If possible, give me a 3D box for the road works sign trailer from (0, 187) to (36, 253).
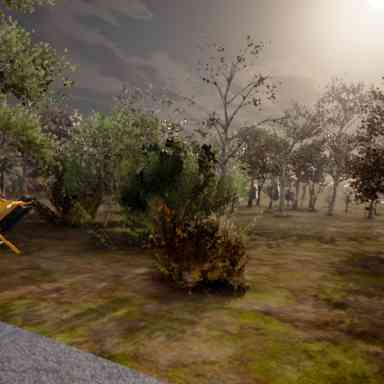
[{"bbox_3d":[-7.412,1.185,13.060,2.880,2.380,3.560,46,-7,-7],"label":"road works sign trailer"}]
